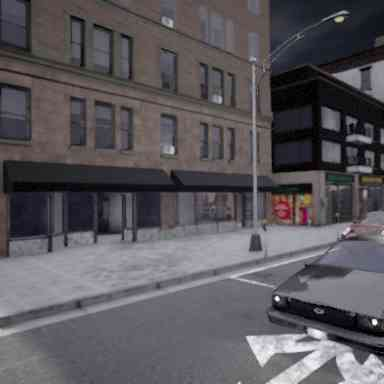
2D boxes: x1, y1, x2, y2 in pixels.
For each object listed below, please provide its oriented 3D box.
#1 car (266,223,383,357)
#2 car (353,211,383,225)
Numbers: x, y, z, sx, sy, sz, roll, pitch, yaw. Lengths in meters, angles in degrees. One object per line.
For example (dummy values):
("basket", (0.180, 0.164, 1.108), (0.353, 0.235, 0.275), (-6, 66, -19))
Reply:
("car", (3.646, 1.596, 6.496), (5.357, 1.411, 2.033), (0, -1, -44))
("car", (7.793, 1.535, 13.676), (4.097, 1.590, 1.967), (0, -1, -42))
